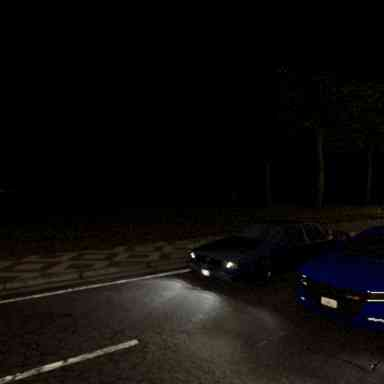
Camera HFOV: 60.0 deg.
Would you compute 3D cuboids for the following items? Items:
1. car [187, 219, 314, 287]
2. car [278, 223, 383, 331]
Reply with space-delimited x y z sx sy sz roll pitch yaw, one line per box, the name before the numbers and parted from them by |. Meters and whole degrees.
car | 2.489 1.516 9.456 5.357 1.411 2.033 0 0 -36
car | 4.180 1.448 6.670 5.008 1.535 1.882 0 0 -36
